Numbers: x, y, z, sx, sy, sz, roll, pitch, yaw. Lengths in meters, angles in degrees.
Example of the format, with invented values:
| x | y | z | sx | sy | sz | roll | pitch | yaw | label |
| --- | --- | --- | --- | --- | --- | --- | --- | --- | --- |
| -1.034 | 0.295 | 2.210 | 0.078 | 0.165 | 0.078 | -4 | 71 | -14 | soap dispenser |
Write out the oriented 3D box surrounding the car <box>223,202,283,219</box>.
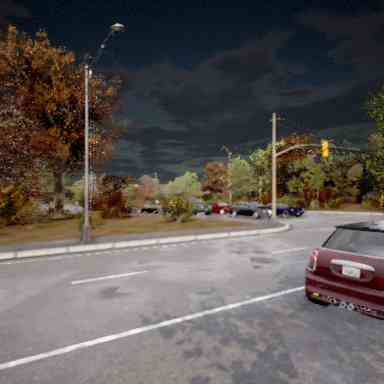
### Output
| x | y | z | sx | sy | sz | roll | pitch | yaw | label |
| --- | --- | --- | --- | --- | --- | --- | --- | --- | --- |
| 5.398 | 1.628 | 30.152 | 2.128 | 1.511 | 4.902 | 0 | -1 | -32 | car |

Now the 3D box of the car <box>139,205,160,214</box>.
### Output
| x | y | z | sx | sy | sz | roll | pitch | yaw | label |
| --- | --- | --- | --- | --- | --- | --- | --- | --- | --- |
| -7.220 | 2.996 | 56.642 | 1.994 | 1.385 | 4.181 | 0 | -3 | -32 | car |

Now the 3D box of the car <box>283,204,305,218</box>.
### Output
| x | y | z | sx | sy | sz | roll | pitch | yaw | label |
| --- | --- | --- | --- | --- | --- | --- | --- | --- | --- |
| 8.425 | 1.737 | 31.924 | 1.895 | 1.301 | 4.718 | 0 | -1 | -33 | car |

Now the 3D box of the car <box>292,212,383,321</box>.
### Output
| x | y | z | sx | sy | sz | roll | pitch | yaw | label |
| --- | --- | --- | --- | --- | --- | --- | --- | --- | --- |
| 4.403 | 1.354 | 6.749 | 4.553 | 1.767 | 2.097 | 0 | 0 | -35 | car |

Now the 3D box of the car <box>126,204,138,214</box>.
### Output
| x | y | z | sx | sy | sz | roll | pitch | yaw | label |
| --- | --- | --- | --- | --- | --- | --- | --- | --- | --- |
| -10.667 | 2.829 | 55.542 | 2.097 | 1.767 | 4.553 | 0 | -3 | -32 | car |

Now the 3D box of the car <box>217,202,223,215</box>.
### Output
| x | y | z | sx | sy | sz | roll | pitch | yaw | label |
| --- | --- | --- | --- | --- | --- | --- | --- | --- | --- |
| 3.375 | 1.916 | 39.872 | 1.882 | 1.535 | 5.008 | 0 | -2 | -32 | car |

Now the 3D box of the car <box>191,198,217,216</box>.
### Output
| x | y | z | sx | sy | sz | roll | pitch | yaw | label |
| --- | --- | --- | --- | --- | --- | --- | --- | --- | --- |
| 0.101 | 1.683 | 38.499 | 2.150 | 2.045 | 5.566 | 0 | -2 | -32 | car |

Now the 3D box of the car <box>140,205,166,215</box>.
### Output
| x | y | z | sx | sy | sz | roll | pitch | yaw | label |
| --- | --- | --- | --- | --- | --- | --- | --- | --- | --- |
| -5.163 | 2.547 | 46.798 | 1.895 | 1.301 | 4.718 | 0 | -3 | -32 | car |
